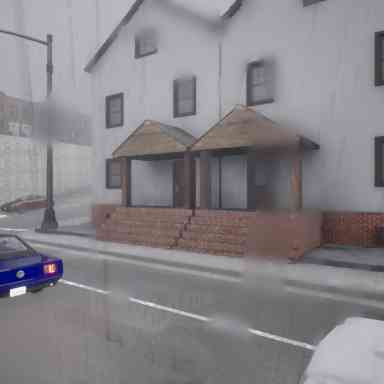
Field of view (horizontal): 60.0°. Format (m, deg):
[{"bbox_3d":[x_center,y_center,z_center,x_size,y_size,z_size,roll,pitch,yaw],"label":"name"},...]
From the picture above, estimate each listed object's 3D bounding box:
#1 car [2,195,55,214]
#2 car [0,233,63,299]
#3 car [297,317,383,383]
[{"bbox_3d":[-14.331,0.973,29.257,1.994,1.385,4.181,0,7,35],"label":"car"},{"bbox_3d":[-5.096,1.601,7.616,4.718,1.301,1.895,0,0,36],"label":"car"},{"bbox_3d":[3.015,1.601,1.829,4.718,1.301,1.895,0,0,36],"label":"car"}]
